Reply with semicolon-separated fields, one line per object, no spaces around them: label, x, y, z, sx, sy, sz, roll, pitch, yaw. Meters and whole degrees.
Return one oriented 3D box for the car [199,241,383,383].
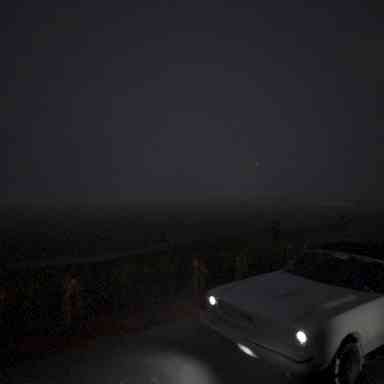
car;2.439;1.556;5.278;4.718;1.301;1.895;-1;0;-36

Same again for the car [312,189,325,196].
car;33.372;0.256;86.092;1.932;1.855;4.605;-1;1;-36

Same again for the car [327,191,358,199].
car;30.046;0.611;67.093;2.242;1.667;4.611;-1;1;-36
